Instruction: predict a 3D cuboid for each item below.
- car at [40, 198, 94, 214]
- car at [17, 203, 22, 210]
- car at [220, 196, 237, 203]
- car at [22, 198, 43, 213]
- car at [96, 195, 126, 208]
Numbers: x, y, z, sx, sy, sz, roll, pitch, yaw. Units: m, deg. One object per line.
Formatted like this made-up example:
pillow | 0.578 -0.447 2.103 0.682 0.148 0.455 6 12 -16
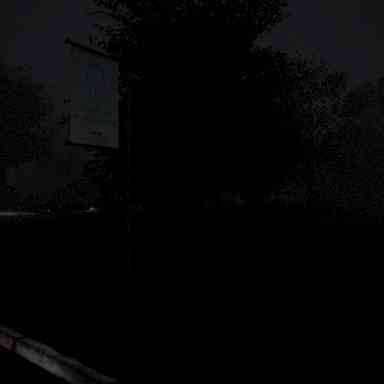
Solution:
car | -13.546 1.645 36.335 1.895 1.301 4.718 0 0 39
car | -18.930 1.547 41.157 2.128 1.511 4.902 0 0 39
car | 7.034 1.428 64.415 1.994 1.385 4.181 0 0 32
car | -16.467 1.528 38.632 1.882 1.535 5.008 0 0 39
car | -10.151 1.242 46.618 2.150 2.045 5.566 0 0 38
